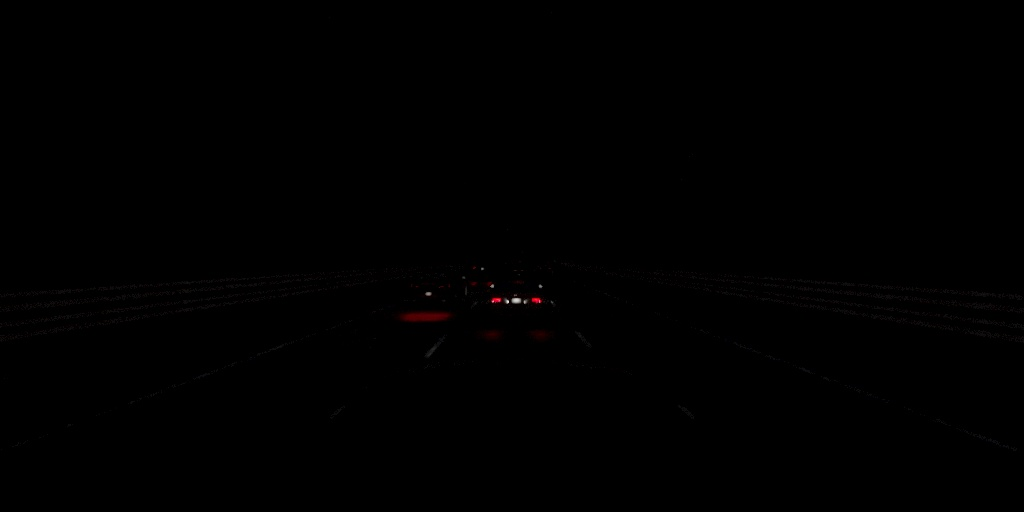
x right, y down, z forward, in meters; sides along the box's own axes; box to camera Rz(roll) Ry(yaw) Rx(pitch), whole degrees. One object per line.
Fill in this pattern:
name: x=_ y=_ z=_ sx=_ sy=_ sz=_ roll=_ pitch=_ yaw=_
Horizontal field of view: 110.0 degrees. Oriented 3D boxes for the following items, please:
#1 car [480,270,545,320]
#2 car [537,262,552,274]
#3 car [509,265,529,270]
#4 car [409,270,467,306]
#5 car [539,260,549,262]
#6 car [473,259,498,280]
car: x=0.161 y=1.410 z=13.231 sx=2.033 sy=1.411 sz=5.357 roll=0 pitch=-1 yaw=1
car: x=4.823 y=1.929 z=52.870 sx=1.994 sy=1.385 sz=4.181 roll=0 pitch=-1 yaw=3
car: x=0.798 y=1.683 z=39.002 sx=1.837 sy=1.490 sz=4.892 roll=0 pitch=0 yaw=2
car: x=-3.282 y=1.372 z=16.724 sx=1.882 sy=1.535 sz=5.008 roll=0 pitch=0 yaw=1
car: x=5.537 y=1.992 z=65.210 sx=1.882 sy=1.535 sz=5.008 roll=0 pitch=-1 yaw=4
car: x=-2.764 y=1.374 z=37.515 sx=2.150 sy=2.045 sz=5.566 roll=0 pitch=-1 yaw=2
